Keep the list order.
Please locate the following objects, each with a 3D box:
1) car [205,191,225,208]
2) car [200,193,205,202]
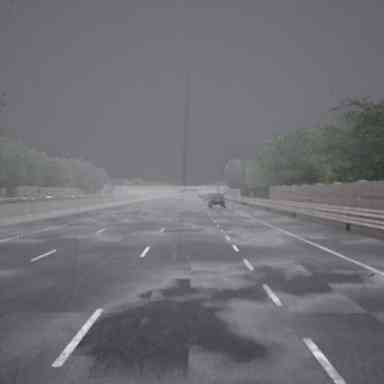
[{"bbox_3d":[3.485,1.186,47.692,2.150,2.045,5.566,0,0,0],"label":"car"},{"bbox_3d":[3.476,1.506,74.205,1.895,1.301,4.718,0,0,0],"label":"car"}]
